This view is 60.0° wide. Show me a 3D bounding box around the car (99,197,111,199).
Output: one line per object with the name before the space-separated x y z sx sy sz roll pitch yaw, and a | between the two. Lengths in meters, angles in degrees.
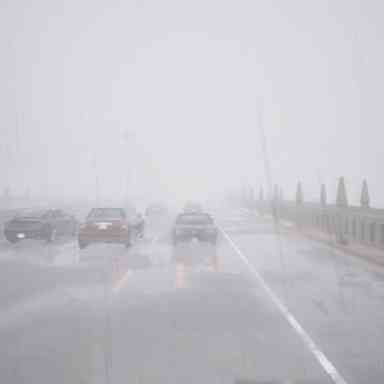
car | -14.028 1.493 53.679 2.128 1.511 4.902 0 0 1

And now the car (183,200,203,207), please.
car | 0.104 1.526 33.247 1.812 1.442 4.674 0 0 0

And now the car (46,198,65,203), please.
car | -21.032 1.603 52.101 1.895 1.301 4.718 0 0 1

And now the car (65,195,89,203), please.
car | -17.539 1.354 51.831 2.097 1.767 4.553 0 0 0

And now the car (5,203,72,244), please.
car | -6.891 1.506 15.830 1.837 1.490 4.892 0 0 0

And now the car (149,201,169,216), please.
car | -3.384 1.565 32.840 1.994 1.385 4.181 0 0 0

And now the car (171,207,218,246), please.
car | 0.108 1.601 15.353 1.895 1.301 4.718 0 0 0

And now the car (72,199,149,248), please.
car | -3.393 1.352 14.837 2.097 1.767 4.553 0 0 0
